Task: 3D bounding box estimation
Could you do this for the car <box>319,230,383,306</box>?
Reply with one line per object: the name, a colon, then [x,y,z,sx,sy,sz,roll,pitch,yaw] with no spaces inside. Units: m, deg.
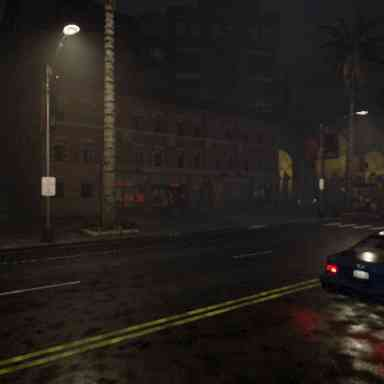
car: [5.103,1.541,7.481,5.357,1.411,2.033,0,0,-36]
